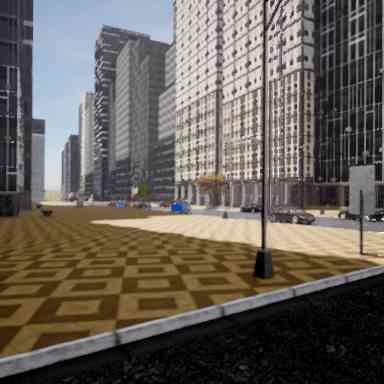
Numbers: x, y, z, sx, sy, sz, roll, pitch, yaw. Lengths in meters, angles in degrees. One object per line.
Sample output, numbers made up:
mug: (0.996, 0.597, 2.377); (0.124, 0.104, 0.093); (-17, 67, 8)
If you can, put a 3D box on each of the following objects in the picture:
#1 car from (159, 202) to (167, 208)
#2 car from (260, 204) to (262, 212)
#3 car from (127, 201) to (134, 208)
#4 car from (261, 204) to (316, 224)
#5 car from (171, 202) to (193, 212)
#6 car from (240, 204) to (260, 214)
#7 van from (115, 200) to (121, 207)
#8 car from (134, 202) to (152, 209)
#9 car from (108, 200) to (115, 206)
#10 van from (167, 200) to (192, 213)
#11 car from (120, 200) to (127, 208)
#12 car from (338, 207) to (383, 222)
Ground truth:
car: (-6.153, 2.909, 76.514); (1.802, 1.307, 4.206); (-1, -1, -26)
car: (10.809, 2.157, 40.986); (1.947, 1.339, 4.313); (-1, -1, -26)
car: (-11.221, 2.676, 67.676); (1.752, 1.417, 4.829); (-1, -1, -26)
car: (8.093, 1.875, 27.225); (2.008, 1.369, 4.403); (-1, -1, -26)
car: (-1.614, 2.381, 53.723); (1.812, 1.442, 4.674); (0, -1, -25)
car: (8.386, 2.260, 46.061); (1.947, 1.339, 4.313); (-1, -1, -26)
van: (-16.142, 2.711, 77.982); (1.690, 1.788, 3.998); (-1, -1, -26)
car: (-8.870, 2.598, 62.753); (2.008, 1.369, 4.403); (-1, -1, -26)
car: (-20.985, 3.133, 88.130); (1.887, 1.381, 4.507); (-1, -1, -26)
van: (-1.604, 2.073, 47.531); (1.690, 1.788, 3.998); (-1, -1, -26)
car: (-13.716, 2.806, 72.904); (1.887, 1.381, 4.507); (-1, -1, -26)
car: (15.655, 1.940, 30.835); (2.008, 1.369, 4.403); (-1, -1, -26)
